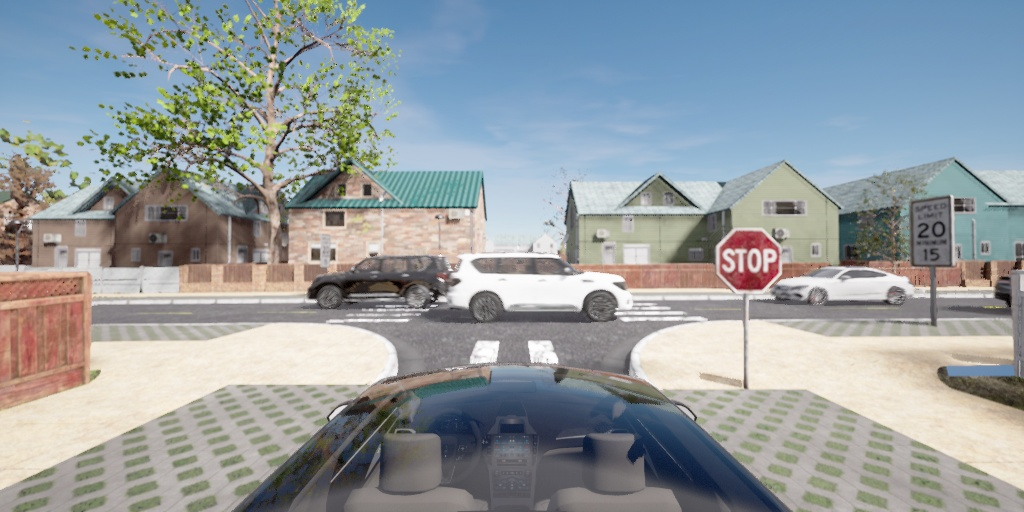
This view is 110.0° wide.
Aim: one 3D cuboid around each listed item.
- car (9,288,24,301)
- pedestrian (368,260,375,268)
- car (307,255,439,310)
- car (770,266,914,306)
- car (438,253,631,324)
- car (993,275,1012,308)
[{"bbox_3d":[-22.601,1.432,14.532,5.008,1.535,1.882,-1,-1,1],"label":"car"},{"bbox_3d":[-6.707,0.975,17.233,0.375,1.860,0.375,0,0,1],"label":"pedestrian"},{"bbox_3d":[-5.027,0.989,14.288,5.566,2.045,2.150,-1,-1,0],"label":"car"},{"bbox_3d":[12.811,1.136,14.054,4.674,1.442,1.812,-1,-1,1],"label":"car"},{"bbox_3d":[0.781,0.913,11.255,5.566,2.045,2.150,-1,0,1],"label":"car"},{"bbox_3d":[18.122,1.010,11.033,4.902,1.511,2.128,0,-1,1],"label":"car"}]
